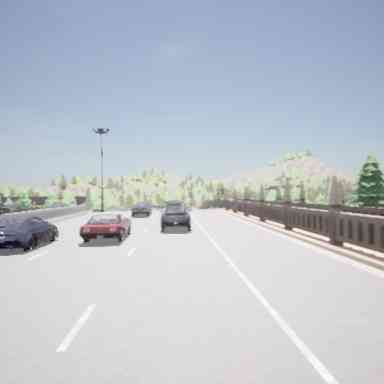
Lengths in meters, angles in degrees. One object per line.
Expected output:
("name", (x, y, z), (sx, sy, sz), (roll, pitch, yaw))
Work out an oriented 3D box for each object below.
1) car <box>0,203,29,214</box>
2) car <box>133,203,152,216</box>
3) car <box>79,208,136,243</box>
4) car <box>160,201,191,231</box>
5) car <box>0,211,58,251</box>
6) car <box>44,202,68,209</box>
("car", (-19.614, 2.142, 36.478), (1.994, 1.385, 4.181), (-1, 0, -3))
("car", (-5.358, 1.831, 35.635), (2.033, 1.411, 5.357), (-1, 0, -3))
("car", (-4.299, 1.774, 17.317), (1.895, 1.301, 4.718), (-1, 0, -3))
("car", (-1.061, 1.620, 21.685), (2.128, 1.511, 4.902), (-1, 0, -3))
("car", (-7.675, 1.795, 15.180), (1.994, 1.385, 4.181), (-1, 0, -3))
("car", (-16.321, 2.024, 40.119), (2.128, 1.511, 4.902), (-1, -1, -3))
